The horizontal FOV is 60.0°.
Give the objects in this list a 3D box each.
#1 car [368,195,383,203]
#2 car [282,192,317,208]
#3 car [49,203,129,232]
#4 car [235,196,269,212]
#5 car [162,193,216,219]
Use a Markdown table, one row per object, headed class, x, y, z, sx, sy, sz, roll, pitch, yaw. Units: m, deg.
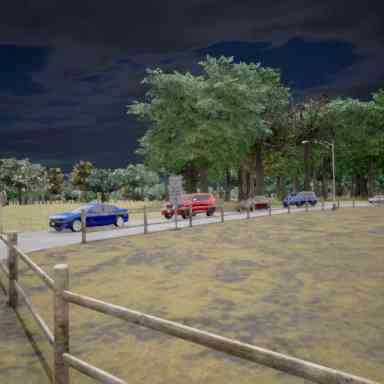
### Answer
| class | x | y | z | sx | sy | sz | roll | pitch | yaw |
| --- | --- | --- | --- | --- | --- | --- | --- | --- | --- |
| car | 28.573 | 1.125 | 49.851 | 4.718 | 1.301 | 1.895 | 0 | -1 | -30 |
| car | 13.991 | 0.991 | 43.022 | 5.566 | 2.045 | 2.150 | -1 | -1 | -41 |
| car | -6.071 | 1.448 | 20.040 | 1.882 | 1.535 | 5.008 | -2 | -1 | 36 |
| car | 6.567 | 1.203 | 35.873 | 2.097 | 1.767 | 4.553 | -2 | -1 | 43 |
| car | -0.136 | 1.141 | 28.049 | 2.150 | 2.045 | 5.566 | -2 | -1 | 38 |
